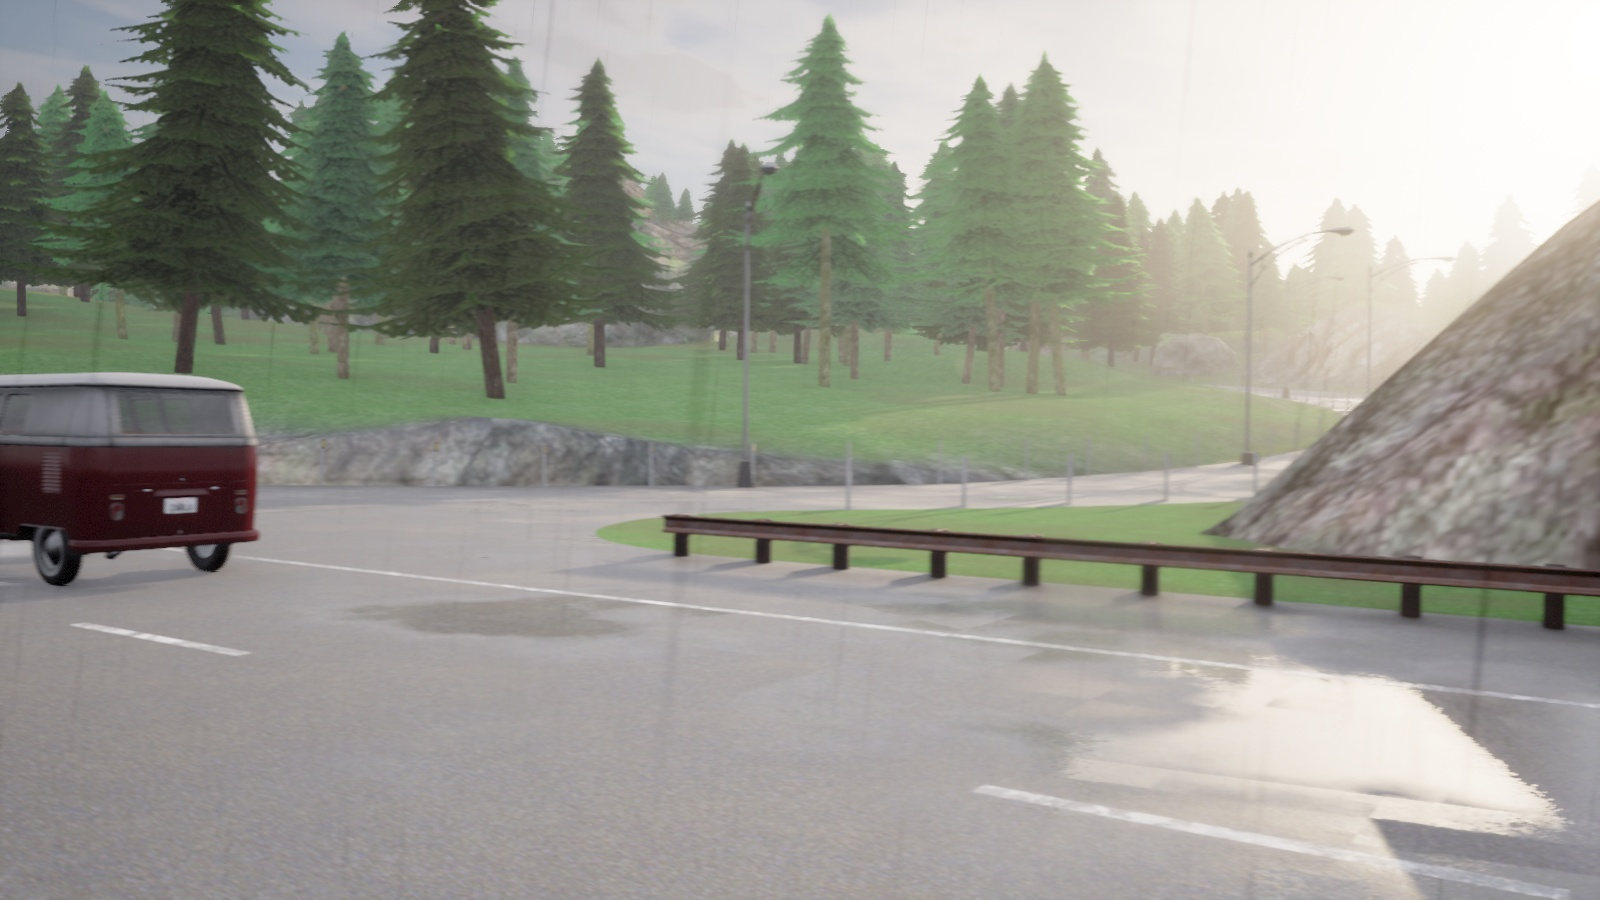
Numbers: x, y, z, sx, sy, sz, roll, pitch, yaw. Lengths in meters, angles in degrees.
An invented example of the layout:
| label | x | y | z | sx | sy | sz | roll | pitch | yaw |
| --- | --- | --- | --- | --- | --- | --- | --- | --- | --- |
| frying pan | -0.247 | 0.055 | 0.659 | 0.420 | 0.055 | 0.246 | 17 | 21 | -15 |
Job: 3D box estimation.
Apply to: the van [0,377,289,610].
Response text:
| label | x | y | z | sx | sy | sz | roll | pitch | yaw |
| --- | --- | --- | --- | --- | --- | --- | --- | --- | --- |
| van | -7.311 | 0.349 | 12.676 | 4.442 | 1.987 | 1.775 | 0 | 1 | 34 |
